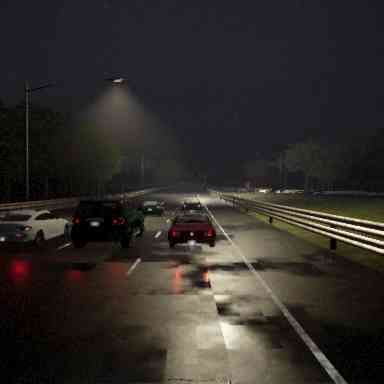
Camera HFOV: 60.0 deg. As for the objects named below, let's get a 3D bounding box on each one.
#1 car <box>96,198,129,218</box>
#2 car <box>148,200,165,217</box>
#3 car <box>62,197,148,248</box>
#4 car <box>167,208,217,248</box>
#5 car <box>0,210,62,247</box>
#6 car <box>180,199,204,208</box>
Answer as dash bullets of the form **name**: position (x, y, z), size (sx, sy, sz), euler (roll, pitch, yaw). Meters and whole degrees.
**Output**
- **car**: position (-7.000, 1.371, 29.642), size (1.812, 1.442, 4.674), euler (0, 1, 0)
- **car**: position (-3.501, 1.410, 29.642), size (1.994, 1.385, 4.181), euler (0, 1, 0)
- **car**: position (-3.500, 1.230, 14.676), size (2.150, 2.045, 5.566), euler (0, 0, 0)
- **car**: position (0.000, 1.589, 14.678), size (1.895, 1.301, 4.718), euler (0, 0, 0)
- **car**: position (-7.000, 1.506, 14.647), size (1.812, 1.442, 4.674), euler (0, 0, 0)
- **car**: position (-0.001, 1.333, 29.641), size (2.128, 1.511, 4.902), euler (0, 1, 0)
